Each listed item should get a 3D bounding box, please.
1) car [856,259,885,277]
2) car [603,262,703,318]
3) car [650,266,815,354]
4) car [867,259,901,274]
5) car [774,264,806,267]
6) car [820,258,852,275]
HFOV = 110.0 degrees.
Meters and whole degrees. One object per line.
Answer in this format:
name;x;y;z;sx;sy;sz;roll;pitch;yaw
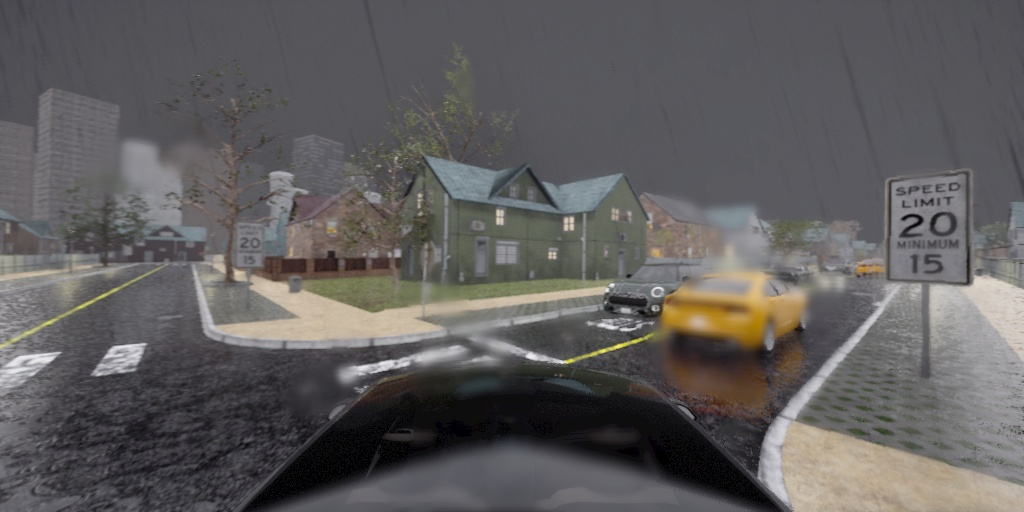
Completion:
car;29.916;0.978;29.514;5.008;1.535;1.882;0;0;-40
car;5.053;1.010;12.022;4.553;1.767;2.097;0;0;-41
car;5.573;1.157;8.714;5.008;1.535;1.882;-1;1;-41
car;37.530;1.014;36.097;5.357;1.411;2.033;0;0;-40
car;17.433;1.157;22.632;4.718;1.301;1.895;0;0;-41
car;30.516;0.984;33.724;4.902;1.511;2.128;0;0;-41
